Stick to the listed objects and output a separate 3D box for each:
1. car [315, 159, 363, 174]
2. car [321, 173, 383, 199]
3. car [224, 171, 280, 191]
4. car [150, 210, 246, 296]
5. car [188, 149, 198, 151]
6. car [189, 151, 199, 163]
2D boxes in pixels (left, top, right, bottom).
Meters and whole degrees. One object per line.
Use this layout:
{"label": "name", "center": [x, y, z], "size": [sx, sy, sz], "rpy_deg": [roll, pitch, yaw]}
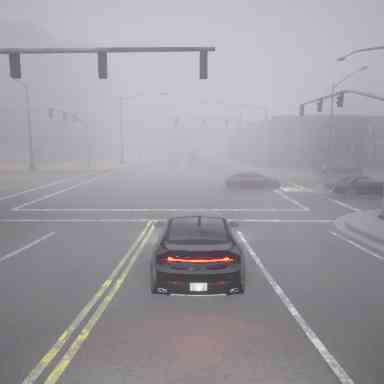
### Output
{"label": "car", "center": [15.670, -2.653, 35.541], "size": [4.553, 1.767, 2.097], "rpy_deg": [0, 8, 0]}
{"label": "car", "center": [11.214, -0.332, 21.555], "size": [4.718, 1.301, 1.895], "rpy_deg": [0, 8, 0]}
{"label": "car", "center": [4.494, -0.884, 25.056], "size": [4.181, 1.385, 1.994], "rpy_deg": [0, 8, 0]}
{"label": "car", "center": [0.116, 1.200, 8.059], "size": [1.837, 1.490, 4.892], "rpy_deg": [0, 4, 0]}
{"label": "car", "center": [0.276, -10.028, 84.620], "size": [2.150, 2.045, 5.566], "rpy_deg": [0, 8, 0]}
{"label": "car", "center": [0.296, -6.067, 60.023], "size": [2.033, 1.411, 5.357], "rpy_deg": [0, 8, 0]}
